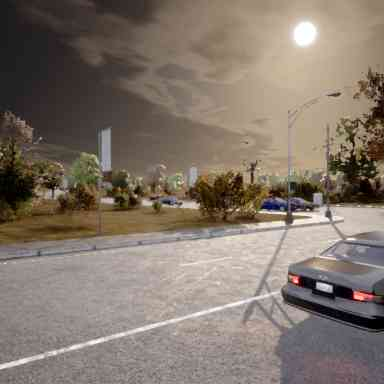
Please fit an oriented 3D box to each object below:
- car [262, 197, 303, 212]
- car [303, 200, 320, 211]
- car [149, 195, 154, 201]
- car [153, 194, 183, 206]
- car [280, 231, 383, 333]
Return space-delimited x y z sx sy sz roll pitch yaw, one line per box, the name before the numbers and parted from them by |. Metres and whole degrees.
car | 8.935 1.318 35.832 1.882 1.535 5.008 -1 0 -40
car | 11.717 1.363 37.964 2.033 1.411 5.357 -1 0 -39
car | -7.740 1.260 73.374 1.882 1.535 5.008 -1 0 -38
car | -3.359 1.339 51.060 2.128 1.511 4.902 -1 0 -39
car | 4.103 1.528 6.695 5.357 1.411 2.033 0 0 -36
